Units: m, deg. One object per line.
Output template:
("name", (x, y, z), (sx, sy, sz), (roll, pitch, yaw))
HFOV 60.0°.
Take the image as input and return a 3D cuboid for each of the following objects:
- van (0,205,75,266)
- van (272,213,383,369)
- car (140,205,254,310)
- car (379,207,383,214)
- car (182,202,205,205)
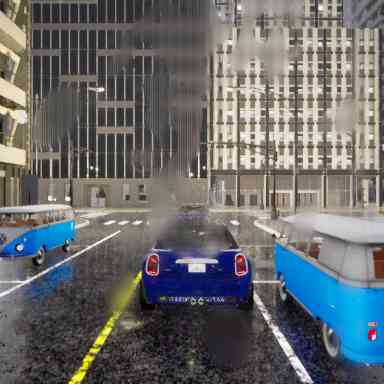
("van", (-5.333, 1.345, 11.261), (1.690, 1.788, 3.998), (0, 0, 0))
("van", (2.559, 1.343, 5.593), (1.690, 1.788, 3.998), (0, 0, 0))
("car", (0.085, 1.354, 7.966), (2.097, 1.767, 4.553), (0, 0, 0))
("car", (18.984, 1.490, 29.013), (4.829, 1.417, 1.752), (0, 0, 0))
("car", (0.088, 1.359, 17.992), (2.097, 1.767, 4.553), (0, 0, 0))
